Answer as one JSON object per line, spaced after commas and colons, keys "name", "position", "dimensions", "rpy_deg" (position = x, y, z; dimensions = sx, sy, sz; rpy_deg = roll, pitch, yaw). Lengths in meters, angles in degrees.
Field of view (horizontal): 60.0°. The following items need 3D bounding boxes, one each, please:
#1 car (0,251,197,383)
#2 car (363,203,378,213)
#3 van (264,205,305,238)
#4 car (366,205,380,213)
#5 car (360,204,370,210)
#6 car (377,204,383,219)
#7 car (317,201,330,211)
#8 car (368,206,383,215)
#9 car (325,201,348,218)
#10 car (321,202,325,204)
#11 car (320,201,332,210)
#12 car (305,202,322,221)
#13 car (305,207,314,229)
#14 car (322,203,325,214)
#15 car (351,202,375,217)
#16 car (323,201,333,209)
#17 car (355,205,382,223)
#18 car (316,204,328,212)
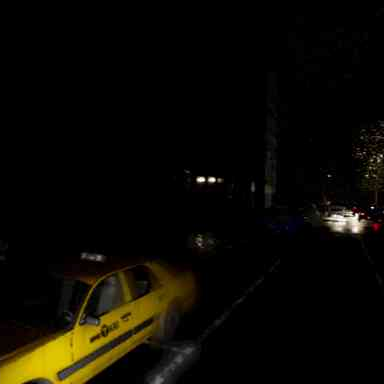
{"name": "car", "position": [-1.508, 1.530, 4.377], "dimensions": [1.752, 1.417, 4.829], "rpy_deg": [2, 0, 25]}
{"name": "car", "position": [36.380, 3.143, 67.918], "dimensions": [2.192, 1.841, 5.009], "rpy_deg": [1, -1, 24]}
{"name": "van", "position": [5.514, 1.700, 19.996], "dimensions": [1.690, 1.788, 3.998], "rpy_deg": [1, -1, 24]}
{"name": "car", "position": [34.062, 3.254, 62.771], "dimensions": [1.947, 1.339, 4.313], "rpy_deg": [1, -1, 24]}
{"name": "car", "position": [43.302, 3.811, 83.343], "dimensions": [1.947, 1.339, 4.313], "rpy_deg": [1, -1, 24]}
{"name": "car", "position": [24.828, 2.604, 42.201], "dimensions": [1.967, 1.590, 4.097], "rpy_deg": [1, -1, 24]}
{"name": "car", "position": [26.300, 2.827, 66.279], "dimensions": [2.192, 1.841, 5.009], "rpy_deg": [1, -1, 24]}
{"name": "car", "position": [31.753, 3.134, 57.629], "dimensions": [1.802, 1.307, 4.206], "rpy_deg": [1, -1, 24]}
{"name": "car", "position": [18.969, 2.236, 43.440], "dimensions": [2.150, 2.045, 5.566], "rpy_deg": [1, -1, 24]}
{"name": "car", "position": [19.365, 2.697, 50.850], "dimensions": [1.802, 1.307, 4.206], "rpy_deg": [1, -1, 24]}
{"name": "car", "position": [30.919, 3.105, 76.565], "dimensions": [2.192, 1.841, 5.009], "rpy_deg": [1, -1, 24]}
{"name": "car", "position": [12.439, 2.173, 35.423], "dimensions": [1.967, 1.590, 4.097], "rpy_deg": [1, -1, 24]}
{"name": "car", "position": [7.816, 2.047, 25.136], "dimensions": [1.947, 1.339, 4.313], "rpy_deg": [1, -1, 24]}
{"name": "car", "position": [14.746, 2.405, 40.564], "dimensions": [1.887, 1.381, 4.507], "rpy_deg": [1, -1, 24]}
{"name": "car", "position": [23.238, 2.382, 45.625], "dimensions": [2.150, 2.045, 5.566], "rpy_deg": [1, -1, 24]}
{"name": "car", "position": [35.538, 3.384, 86.849], "dimensions": [2.192, 1.841, 5.009], "rpy_deg": [1, -1, 24]}
{"name": "car", "position": [18.760, 2.439, 35.560], "dimensions": [1.812, 1.442, 4.674], "rpy_deg": [1, -1, 25]}
{"name": "car", "position": [23.916, 2.897, 60.980], "dimensions": [1.752, 1.417, 4.829], "rpy_deg": [1, -1, 24]}
